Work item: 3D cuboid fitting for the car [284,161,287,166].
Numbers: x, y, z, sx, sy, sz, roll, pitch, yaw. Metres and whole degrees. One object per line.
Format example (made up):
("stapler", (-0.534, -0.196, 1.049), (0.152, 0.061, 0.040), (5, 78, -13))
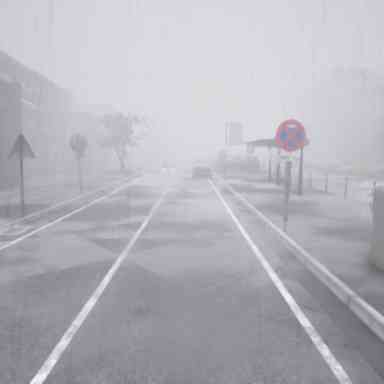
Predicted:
("car", (18.699, -4.974, 55.707), (5.008, 1.535, 2.097), (0, 7, 0))

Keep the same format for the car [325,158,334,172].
("car", (18.783, -2.929, 39.178), (4.792, 1.488, 2.163), (0, 7, 0))

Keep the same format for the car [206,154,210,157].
("car", (5.599, -6.270, 66.074), (4.892, 1.521, 2.231), (0, 7, 0))

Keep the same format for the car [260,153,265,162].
("car", (18.832, -7.423, 74.987), (5.366, 1.575, 1.946), (0, 7, 0))

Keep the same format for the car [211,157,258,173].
("car", (5.475, -3.525, 43.809), (5.366, 1.575, 1.946), (0, 7, 0))

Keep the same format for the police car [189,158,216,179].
("police car", (0.922, -2.202, 32.476), (1.930, 1.638, 5.238), (0, 7, 0))

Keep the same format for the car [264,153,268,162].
("car", (18.691, -6.956, 69.450), (5.566, 2.045, 2.435), (0, 7, 0))

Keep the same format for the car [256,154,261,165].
("car", (18.666, -8.027, 77.708), (5.566, 2.045, 2.435), (0, 7, 0))

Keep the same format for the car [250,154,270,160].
("car", (18.602, -9.562, 91.505), (4.892, 1.521, 2.231), (0, 7, 0))

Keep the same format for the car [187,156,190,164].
("car", (-0.110, -6.357, 66.948), (2.033, 1.411, 5.357), (0, 7, 0))

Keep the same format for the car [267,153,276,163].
("car", (18.642, -6.604, 66.696), (5.566, 2.045, 2.435), (0, 7, 0))

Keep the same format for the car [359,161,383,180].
("car", (18.749, -1.923, 30.912), (4.792, 1.488, 2.163), (0, 7, 0))

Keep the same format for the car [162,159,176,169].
("car", (-3.403, -4.240, 50.251), (1.994, 1.385, 4.181), (0, 7, 0))

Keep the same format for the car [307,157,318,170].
("car", (18.742, -3.629, 44.685), (5.008, 1.535, 2.097), (0, 7, 0))

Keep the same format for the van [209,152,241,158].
("van", (5.510, -5.103, 54.917), (4.442, 1.987, 1.878), (0, 7, 0))

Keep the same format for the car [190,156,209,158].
("car", (0.905, -3.395, 42.498), (1.801, 1.575, 5.366), (0, 7, 0))

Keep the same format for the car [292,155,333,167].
("car", (18.692, -4.550, 50.165), (5.566, 2.045, 2.435), (0, 7, 0))

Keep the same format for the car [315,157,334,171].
("car", (18.752, -3.293, 41.929), (4.892, 1.521, 2.231), (0, 7, 0))

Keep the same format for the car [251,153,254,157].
("car", (18.419, -9.209, 88.750), (5.366, 1.575, 1.946), (0, 7, 0))

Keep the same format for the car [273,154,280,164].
("car", (18.708, -5.975, 63.979), (4.792, 1.488, 2.163), (0, 7, 0))

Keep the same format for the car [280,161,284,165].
("car", (18.880, -5.317, 58.463), (5.366, 1.575, 1.946), (0, 7, 0))

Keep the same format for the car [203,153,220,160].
("car", (5.478, -9.995, 93.861), (4.553, 1.767, 2.185), (0, 7, 0))

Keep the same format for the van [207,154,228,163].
("van", (5.685, -7.570, 74.389), (4.442, 1.987, 1.878), (0, 7, 0))

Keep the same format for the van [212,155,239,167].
("van", (5.735, -5.447, 57.698), (4.442, 1.987, 1.878), (0, 7, 0))

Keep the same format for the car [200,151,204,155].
("car", (5.498, -9.399, 88.285), (5.566, 2.045, 2.435), (0, 7, 0))

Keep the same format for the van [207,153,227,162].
("van", (5.676, -7.931, 77.169), (4.442, 1.987, 1.878), (0, 7, 0))

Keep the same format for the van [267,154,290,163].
("van", (18.771, -7.287, 72.207), (4.442, 1.987, 1.878), (0, 7, 0))

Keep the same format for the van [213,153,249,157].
("van", (5.760, -4.424, 49.349), (4.442, 1.987, 1.878), (0, 7, 0))

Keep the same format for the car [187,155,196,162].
("car", (-0.134, -8.277, 81.849), (1.994, 1.385, 4.181), (0, 7, 0))

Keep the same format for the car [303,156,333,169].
("car", (18.734, -3.965, 47.440), (5.008, 1.535, 2.097), (0, 7, 0))

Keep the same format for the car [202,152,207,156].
("car", (5.548, -7.235, 71.604), (5.566, 2.045, 2.435), (0, 7, 0))

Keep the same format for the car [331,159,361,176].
("car", (18.576, -2.626, 36.419), (5.366, 1.575, 1.946), (0, 7, 0))

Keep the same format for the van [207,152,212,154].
("van", (5.701, -6.850, 68.831), (4.442, 1.987, 1.878), (0, 7, 0))

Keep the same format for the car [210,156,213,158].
("car", (5.630, -4.539, 52.158), (5.008, 1.535, 2.097), (0, 7, 0))

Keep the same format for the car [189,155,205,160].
("car", (0.896, -4.129, 48.461), (1.801, 1.575, 5.366), (0, 7, 0))

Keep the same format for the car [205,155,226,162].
("car", (5.545, -8.067, 79.978), (4.892, 1.521, 2.231), (0, 7, 0))
